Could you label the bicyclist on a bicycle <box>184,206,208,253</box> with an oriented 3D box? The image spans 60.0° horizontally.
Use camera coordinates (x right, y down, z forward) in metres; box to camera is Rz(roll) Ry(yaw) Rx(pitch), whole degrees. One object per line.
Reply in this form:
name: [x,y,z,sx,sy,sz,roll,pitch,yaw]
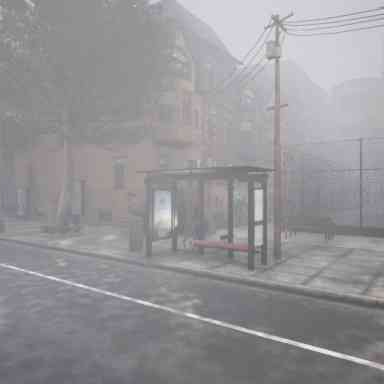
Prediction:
bicyclist on a bicycle: [0.229,1.338,11.914,0.582,1.620,1.656,1,-3,35]
